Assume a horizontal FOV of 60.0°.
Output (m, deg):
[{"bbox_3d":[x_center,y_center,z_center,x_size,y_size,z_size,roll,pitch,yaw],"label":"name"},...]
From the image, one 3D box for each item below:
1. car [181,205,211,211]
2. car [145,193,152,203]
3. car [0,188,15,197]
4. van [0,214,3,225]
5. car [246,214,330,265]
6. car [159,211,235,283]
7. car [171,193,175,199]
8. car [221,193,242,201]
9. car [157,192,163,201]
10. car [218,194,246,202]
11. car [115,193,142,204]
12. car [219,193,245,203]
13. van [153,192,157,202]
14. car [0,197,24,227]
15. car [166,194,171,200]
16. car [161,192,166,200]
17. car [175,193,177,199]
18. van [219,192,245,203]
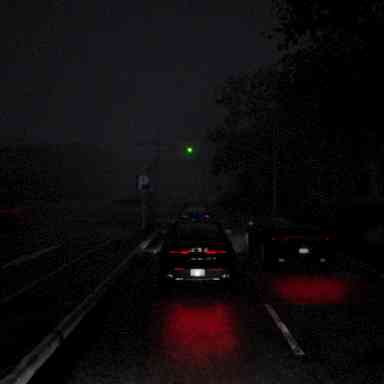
[{"bbox_3d":[0.268,1.568,22.032,1.812,1.442,4.674,0,0,1],"label":"car"},{"bbox_3d":[-10.739,1.336,62.588,5.366,1.575,1.946,-1,0,-15],"label":"car"},{"bbox_3d":[-28.116,0.152,50.482,2.002,1.452,4.674,6,-3,-19],"label":"car"},{"bbox_3d":[-13.586,1.301,18.815,4.442,1.987,1.878,-1,0,-19],"label":"van"},{"bbox_3d":[3.145,1.500,11.791,1.882,1.535,5.008,0,0,0],"label":"car"},{"bbox_3d":[0.134,1.523,9.683,1.837,1.490,4.892,0,0,0],"label":"car"},{"bbox_3d":[-7.917,1.095,86.534,5.566,2.045,2.435,-1,0,-12],"label":"car"},{"bbox_3d":[9.536,1.158,79.839,4.553,1.767,2.185,1,0,-12],"label":"car"},{"bbox_3d":[-9.567,1.385,74.545,4.674,1.452,2.002,-1,0,-13],"label":"car"},{"bbox_3d":[8.270,1.289,68.134,5.366,1.575,1.946,1,0,-13],"label":"car"},{"bbox_3d":[-11.386,1.378,59.597,4.792,1.488,2.163,-1,0,-15],"label":"car"},{"bbox_3d":[7.730,1.165,65.141,4.553,1.767,2.185,1,0,-14],"label":"car"},{"bbox_3d":[-10.173,1.116,68.580,4.442,1.987,1.878,-1,0,-14],"label":"van"},{"bbox_3d":[-13.608,1.409,21.792,4.553,1.767,2.185,-1,0,-19],"label":"car"},{"bbox_3d":[-8.371,1.387,83.528,4.674,1.452,2.002,-1,0,-12],"label":"car"},{"bbox_3d":[-9.192,1.386,77.546,4.674,1.452,2.002,-1,0,-13],"label":"car"},{"bbox_3d":[-7.492,1.348,89.512,5.008,1.535,2.097,-1,0,-12],"label":"car"},{"bbox_3d":[7.344,1.065,62.172,4.442,1.987,1.878,1,0,-14],"label":"van"}]
